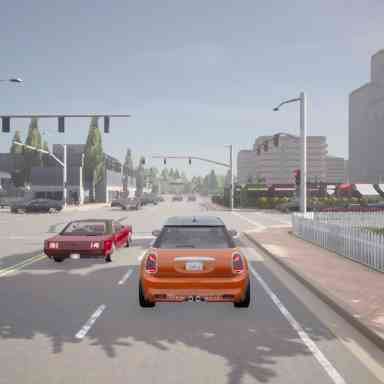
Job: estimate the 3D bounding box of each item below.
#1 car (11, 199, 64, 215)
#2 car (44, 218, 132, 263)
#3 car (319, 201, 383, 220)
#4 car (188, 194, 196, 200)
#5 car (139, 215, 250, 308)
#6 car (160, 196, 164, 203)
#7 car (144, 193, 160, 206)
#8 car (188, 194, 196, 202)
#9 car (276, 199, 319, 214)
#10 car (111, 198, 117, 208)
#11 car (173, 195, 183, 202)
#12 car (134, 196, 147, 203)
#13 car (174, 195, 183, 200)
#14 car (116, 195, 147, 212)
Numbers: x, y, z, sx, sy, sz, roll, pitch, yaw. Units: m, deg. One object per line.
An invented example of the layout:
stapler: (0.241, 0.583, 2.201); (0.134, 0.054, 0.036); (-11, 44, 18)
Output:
car: (-15.927, 1.506, 34.427); (4.892, 1.490, 1.837); (0, 4, -22)
car: (-3.422, 1.601, 11.996); (1.895, 1.301, 4.718); (0, 0, 0)
car: (13.450, 1.601, 27.541); (4.718, 1.301, 1.895); (0, 0, -2)
car: (-0.044, 1.398, 87.712); (2.128, 1.511, 4.902); (0, 0, 0)
car: (0.060, 1.352, 8.101); (2.097, 1.767, 4.553); (0, 0, 0)
car: (-7.036, 1.553, 71.260); (1.994, 1.385, 4.181); (0, 0, 0)
car: (-7.118, 1.220, 56.078); (2.150, 2.045, 5.566); (0, 0, 0)
car: (-0.039, 1.531, 77.437); (2.033, 1.411, 5.357); (0, 0, 0)
car: (11.254, 1.491, 34.762); (4.902, 1.511, 2.128); (0, 0, -1)
car: (-10.621, 1.564, 49.106); (1.994, 1.385, 4.181); (0, 0, 0)
car: (-3.539, 1.513, 77.754); (1.812, 1.442, 4.674); (0, 0, 0)
car: (-10.534, 1.601, 68.440); (1.895, 1.301, 4.718); (0, 0, 0)
car: (-3.544, 1.425, 87.709); (1.994, 1.385, 4.181); (0, 0, 0)
car: (-7.120, 1.492, 39.559); (2.128, 1.511, 4.902); (0, 0, 0)
